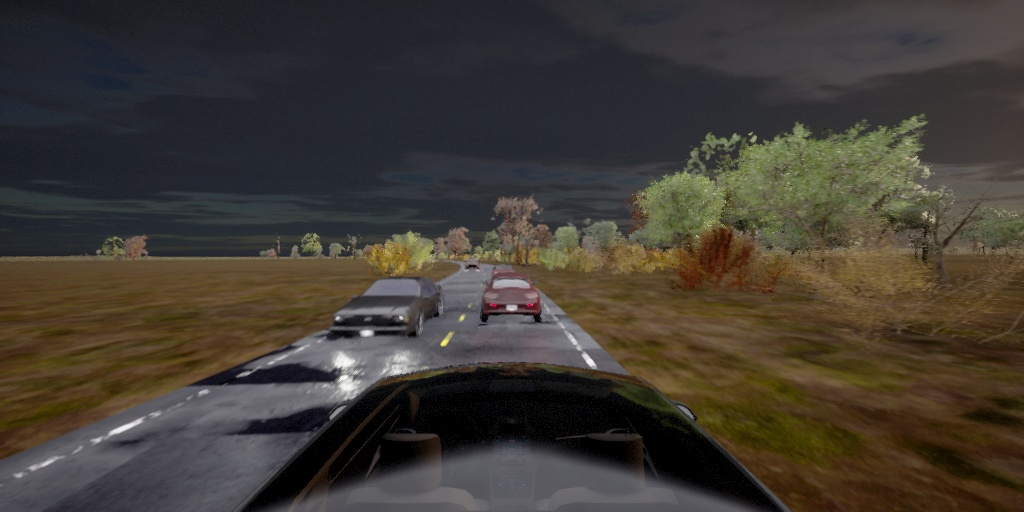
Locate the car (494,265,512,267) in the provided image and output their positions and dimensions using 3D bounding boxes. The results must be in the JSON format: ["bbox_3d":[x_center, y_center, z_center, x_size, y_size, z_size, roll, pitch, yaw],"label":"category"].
[{"bbox_3d":[-0.774,1.366,30.061,1.895,1.301,4.718,0,0,-3],"label":"car"}]

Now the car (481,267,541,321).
[{"bbox_3d":[-0.054,1.279,12.313,1.812,1.442,4.674,0,0,-1],"label":"car"}]

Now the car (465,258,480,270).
[{"bbox_3d":[-5.795,1.143,52.530,2.097,1.767,4.553,0,0,-6],"label":"car"}]

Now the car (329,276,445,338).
[{"bbox_3d":[-3.205,1.302,10.473,2.033,1.411,5.357,0,0,-1],"label":"car"}]
